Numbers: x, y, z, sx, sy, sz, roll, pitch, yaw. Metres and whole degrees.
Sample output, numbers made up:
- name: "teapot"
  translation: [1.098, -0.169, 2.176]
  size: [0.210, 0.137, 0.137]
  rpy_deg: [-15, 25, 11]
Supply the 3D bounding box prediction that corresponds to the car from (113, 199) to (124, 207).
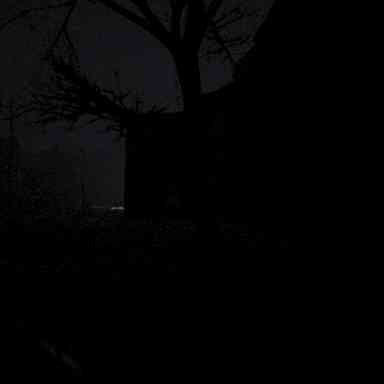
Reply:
- name: "car"
  translation: [-14.698, 2.293, 68.943]
  size: [1.882, 1.535, 5.008]
  rpy_deg: [1, -1, 10]
